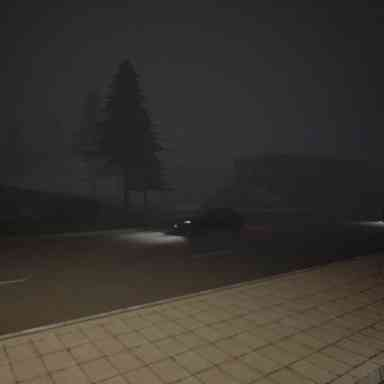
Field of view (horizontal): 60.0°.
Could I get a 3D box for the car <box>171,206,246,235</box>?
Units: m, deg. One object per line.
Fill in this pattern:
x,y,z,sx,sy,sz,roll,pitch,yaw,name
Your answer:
1.030,1.520,18.830,4.674,1.442,1.812,0,0,-36,car
